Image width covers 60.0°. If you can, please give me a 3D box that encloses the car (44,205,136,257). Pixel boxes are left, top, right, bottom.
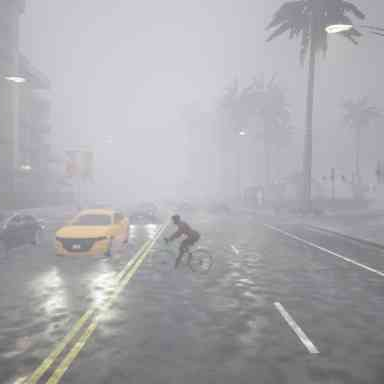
[{"bbox_3d":[-3.685,1.477,13.077,1.882,1.535,5.008,0,0,0],"label":"car"}]

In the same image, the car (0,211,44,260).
[{"bbox_3d":[-7.179,1.491,12.321,2.128,1.511,4.902,0,0,0],"label":"car"}]

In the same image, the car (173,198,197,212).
[{"bbox_3d":[-0.887,1.526,38.646,1.812,1.442,4.674,0,0,-7],"label":"car"}]

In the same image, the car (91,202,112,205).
[{"bbox_3d":[-7.163,1.526,26.061,1.812,1.442,4.674,0,0,0],"label":"car"}]

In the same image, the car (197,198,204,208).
[{"bbox_3d":[1.264,1.547,46.945,2.033,1.411,5.357,0,0,-14],"label":"car"}]

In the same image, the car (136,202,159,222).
[{"bbox_3d":[-3.663,1.526,26.083,1.812,1.442,4.674,0,0,0],"label":"car"}]

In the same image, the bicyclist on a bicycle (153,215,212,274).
[{"bbox_3d":[-0.269,1.453,9.103,1.656,1.620,0.582,-1,0,0],"label":"bicyclist on a bicycle"}]

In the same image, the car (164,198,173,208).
[{"bbox_3d":[-2.791,1.526,48.343,1.812,1.442,4.674,0,0,-16],"label":"car"}]

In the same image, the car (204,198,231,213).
[{"bbox_3d":[2.881,1.601,36.966,1.895,1.301,4.718,0,0,-6],"label":"car"}]
